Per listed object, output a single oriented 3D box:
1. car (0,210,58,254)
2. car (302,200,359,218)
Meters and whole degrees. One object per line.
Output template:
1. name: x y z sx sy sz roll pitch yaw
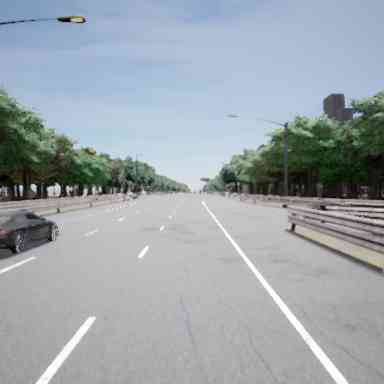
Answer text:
1. car: -6.895 1.437 12.919 1.812 1.442 4.674 0 1 0
2. car: 10.100 1.348 24.650 1.812 1.442 4.674 0 0 -21
